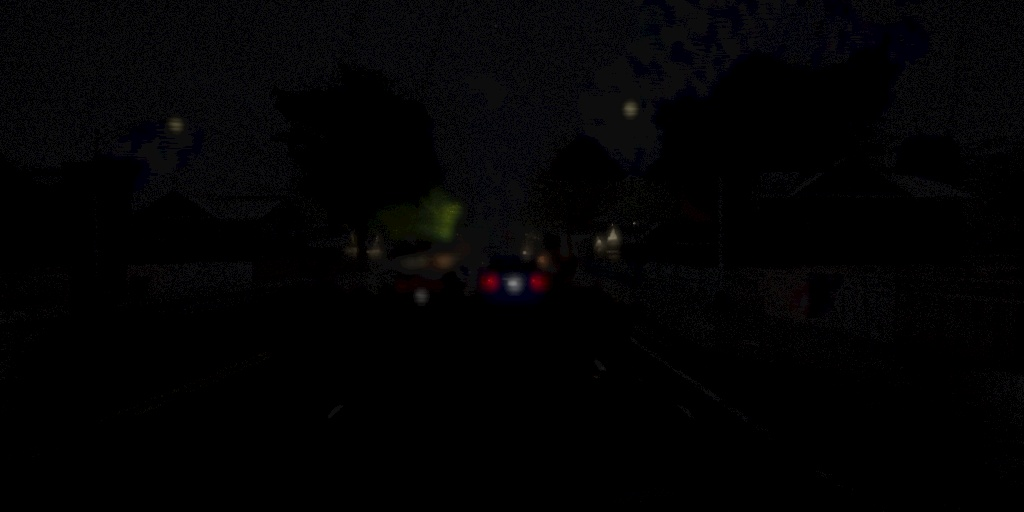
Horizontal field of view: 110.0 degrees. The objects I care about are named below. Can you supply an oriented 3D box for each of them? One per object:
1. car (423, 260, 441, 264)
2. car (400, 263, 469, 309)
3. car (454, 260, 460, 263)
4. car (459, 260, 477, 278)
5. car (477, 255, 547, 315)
[{"bbox_3d":[-9.820,1.277,44.270,1.882,1.535,5.008,0,0,0],"label":"car"},{"bbox_3d":[-3.159,1.243,15.030,1.882,1.535,5.008,0,0,0],"label":"car"},{"bbox_3d":[-6.569,1.302,44.681,1.837,1.490,4.892,0,1,0],"label":"car"},{"bbox_3d":[-3.147,1.262,31.574,1.882,1.535,5.008,0,0,0],"label":"car"},{"bbox_3d":[0.091,0.984,13.867,2.150,2.045,5.566,0,0,0],"label":"car"}]
